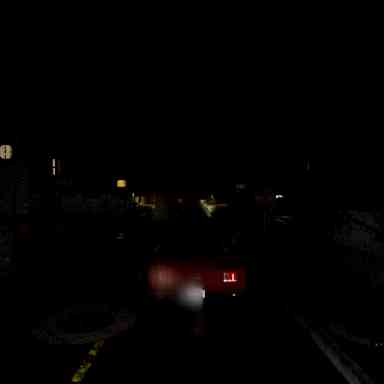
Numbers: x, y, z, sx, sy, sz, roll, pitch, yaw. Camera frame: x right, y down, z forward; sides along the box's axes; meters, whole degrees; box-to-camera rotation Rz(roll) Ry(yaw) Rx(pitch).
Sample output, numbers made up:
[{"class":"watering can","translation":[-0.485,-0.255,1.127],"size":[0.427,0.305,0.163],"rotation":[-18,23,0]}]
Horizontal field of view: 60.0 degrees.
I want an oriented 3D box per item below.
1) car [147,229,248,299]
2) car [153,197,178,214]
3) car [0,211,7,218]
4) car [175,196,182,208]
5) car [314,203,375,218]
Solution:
[{"class":"car","translation":[0.100,1.594,8.364],"size":[1.895,1.301,4.718],"rotation":[0,0,0]},{"class":"car","translation":[-2.866,1.533,35.456],"size":[1.812,1.442,4.674],"rotation":[0,0,1]},{"class":"car","translation":[-15.144,1.382,22.213],"size":[4.902,1.511,2.128],"rotation":[0,3,-12]},{"class":"car","translation":[-2.845,1.599,47.365],"size":[1.994,1.385,4.181],"rotation":[0,0,0]},{"class":"car","translation":[11.792,1.470,24.559],"size":[5.357,1.411,2.033],"rotation":[0,3,2]}]
